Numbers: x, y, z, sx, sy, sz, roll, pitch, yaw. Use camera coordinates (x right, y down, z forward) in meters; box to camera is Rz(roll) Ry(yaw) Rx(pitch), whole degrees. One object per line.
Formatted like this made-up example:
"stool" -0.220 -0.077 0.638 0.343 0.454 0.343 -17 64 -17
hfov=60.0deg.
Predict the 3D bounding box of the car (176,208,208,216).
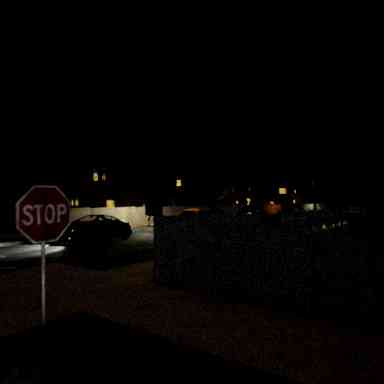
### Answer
"car" 0.090 1.990 24.654 1.882 1.535 5.008 -1 -2 35

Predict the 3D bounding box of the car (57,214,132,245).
"car" -5.108 1.874 17.362 1.994 1.385 4.181 -1 -2 35

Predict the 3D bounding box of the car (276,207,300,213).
"car" 12.108 2.584 41.461 1.895 1.301 4.718 -1 -2 36

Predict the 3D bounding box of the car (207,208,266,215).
"car" 3.316 2.102 24.144 1.895 1.301 4.718 -1 -2 36

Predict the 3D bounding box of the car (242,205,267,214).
"car" 5.682 2.084 32.505 2.097 1.767 4.553 -1 -2 35
